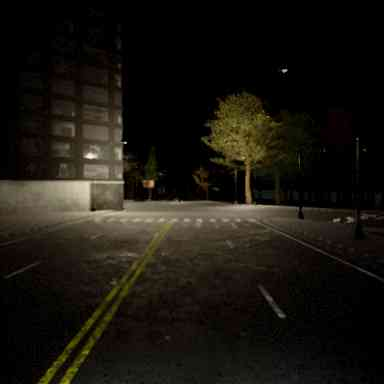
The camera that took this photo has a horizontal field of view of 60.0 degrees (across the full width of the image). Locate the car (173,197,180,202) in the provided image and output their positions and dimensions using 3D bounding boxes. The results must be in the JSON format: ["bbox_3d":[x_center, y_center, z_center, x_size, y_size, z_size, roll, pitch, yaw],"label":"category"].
[{"bbox_3d":[-4.382,2.213,94.925,1.812,1.442,4.674,0,-1,-2],"label":"car"}]
